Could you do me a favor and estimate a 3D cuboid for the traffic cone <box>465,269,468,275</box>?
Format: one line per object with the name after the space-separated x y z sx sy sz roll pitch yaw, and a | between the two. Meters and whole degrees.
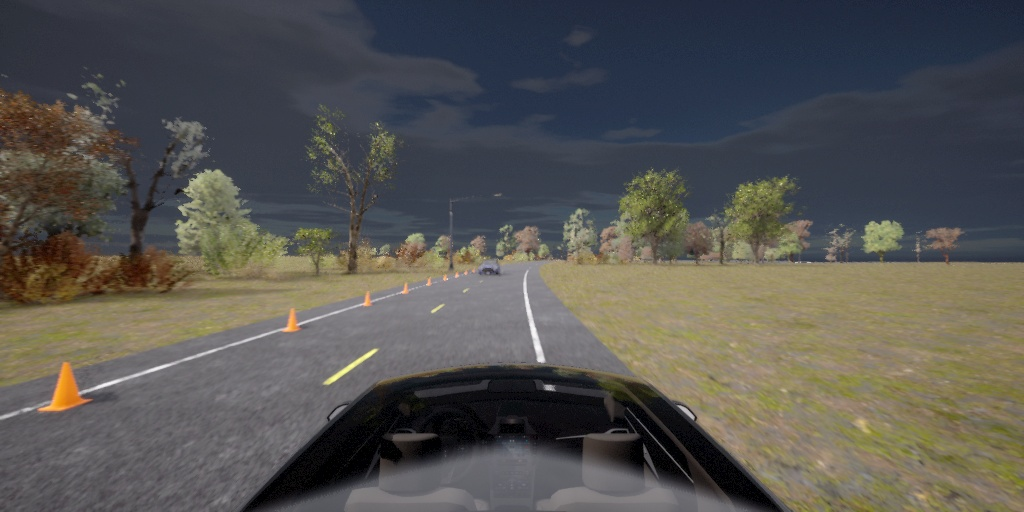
-5.106 1.786 40.063 0.340 0.580 0.340 0 0 3 | traffic cone

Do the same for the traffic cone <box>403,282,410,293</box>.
-5.907 1.762 19.977 0.340 0.580 0.340 0 0 1 | traffic cone

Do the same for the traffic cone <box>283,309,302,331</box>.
-6.068 1.752 9.928 0.340 0.580 0.340 0 0 0 | traffic cone

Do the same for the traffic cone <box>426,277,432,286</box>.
-5.767 1.767 25.001 0.340 0.580 0.340 0 0 2 | traffic cone

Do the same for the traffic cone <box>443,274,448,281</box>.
-5.586 1.773 30.023 0.340 0.580 0.340 0 0 2 | traffic cone

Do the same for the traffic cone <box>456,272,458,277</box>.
-5.366 1.779 35.044 0.340 0.580 0.340 0 0 3 | traffic cone

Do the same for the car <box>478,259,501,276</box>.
-2.338 1.160 38.454 2.097 1.767 4.553 0 0 3 | car

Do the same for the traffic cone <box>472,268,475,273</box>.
-4.806 1.794 45.079 0.340 0.580 0.340 0 0 4 | traffic cone

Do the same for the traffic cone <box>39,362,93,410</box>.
-6.089 1.747 4.902 0.340 0.580 0.340 0 0 0 | traffic cone

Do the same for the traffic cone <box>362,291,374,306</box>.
-6.007 1.757 14.953 0.340 0.580 0.340 0 0 1 | traffic cone
